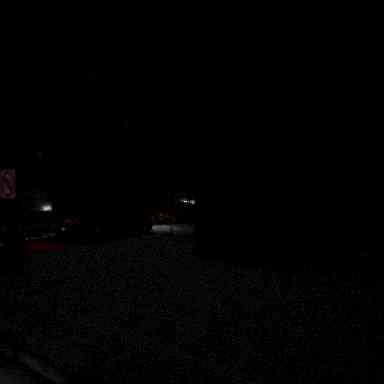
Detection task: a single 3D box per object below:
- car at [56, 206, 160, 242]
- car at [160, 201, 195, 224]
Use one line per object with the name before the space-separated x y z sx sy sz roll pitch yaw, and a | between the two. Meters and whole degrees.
car | -4.117 1.464 16.432 1.882 1.535 5.008 0 0 37
car | -1.306 1.482 25.067 1.882 1.535 5.008 0 0 36
